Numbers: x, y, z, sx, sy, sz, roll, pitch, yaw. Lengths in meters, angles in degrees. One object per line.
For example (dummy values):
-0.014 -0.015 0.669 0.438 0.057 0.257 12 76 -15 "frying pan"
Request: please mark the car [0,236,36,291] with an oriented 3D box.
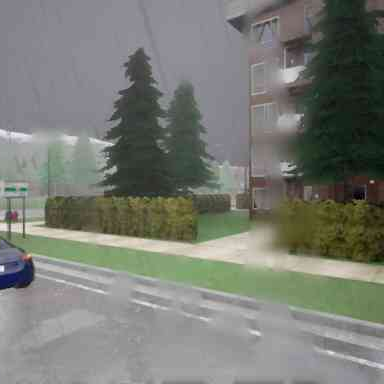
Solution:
-5.632 1.564 7.973 4.181 1.385 1.994 0 0 36 "car"
